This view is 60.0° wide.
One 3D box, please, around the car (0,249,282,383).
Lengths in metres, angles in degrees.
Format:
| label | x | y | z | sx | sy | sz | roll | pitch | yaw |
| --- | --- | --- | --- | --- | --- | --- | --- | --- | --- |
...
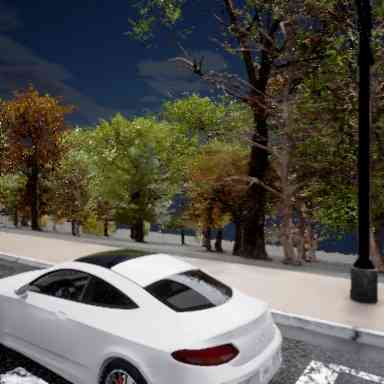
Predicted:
| label | x | y | z | sx | sy | sz | roll | pitch | yaw |
| --- | --- | --- | --- | --- | --- | --- | --- | --- | --- |
| car | -1.156 | 1.539 | 4.549 | 4.674 | 1.442 | 1.812 | 0 | 0 | 36 |
